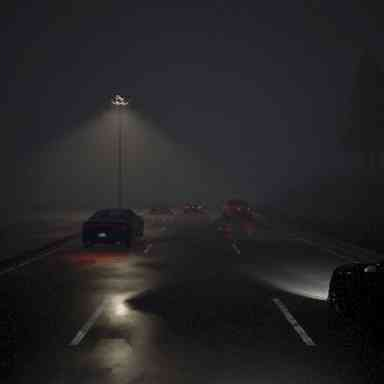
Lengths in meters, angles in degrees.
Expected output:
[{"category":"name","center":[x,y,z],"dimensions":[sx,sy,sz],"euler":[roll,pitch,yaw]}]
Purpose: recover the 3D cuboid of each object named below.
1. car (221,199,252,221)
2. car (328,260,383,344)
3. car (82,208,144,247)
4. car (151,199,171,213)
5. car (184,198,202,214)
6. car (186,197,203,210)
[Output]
[{"category":"car","center":[3.605,1.352,27.698],"dimensions":[2.097,1.767,4.553],"euler":[0,0,0]},{"category":"car","center":[3.598,1.563,4.705],"dimensions":[1.994,1.385,4.181],"euler":[0,0,0]},{"category":"car","center":[-3.396,1.477,15.078],"dimensions":[1.882,1.535,5.008],"euler":[0,0,0]},{"category":"car","center":[-3.372,1.490,36.332],"dimensions":[2.128,1.511,4.902],"euler":[0,0,0]},{"category":"car","center":[0.115,1.547,34.831],"dimensions":[2.033,1.411,5.357],"euler":[0,0,0]},{"category":"car","center":[0.375,1.491,44.581],"dimensions":[2.128,1.511,4.902],"euler":[0,0,3]}]
